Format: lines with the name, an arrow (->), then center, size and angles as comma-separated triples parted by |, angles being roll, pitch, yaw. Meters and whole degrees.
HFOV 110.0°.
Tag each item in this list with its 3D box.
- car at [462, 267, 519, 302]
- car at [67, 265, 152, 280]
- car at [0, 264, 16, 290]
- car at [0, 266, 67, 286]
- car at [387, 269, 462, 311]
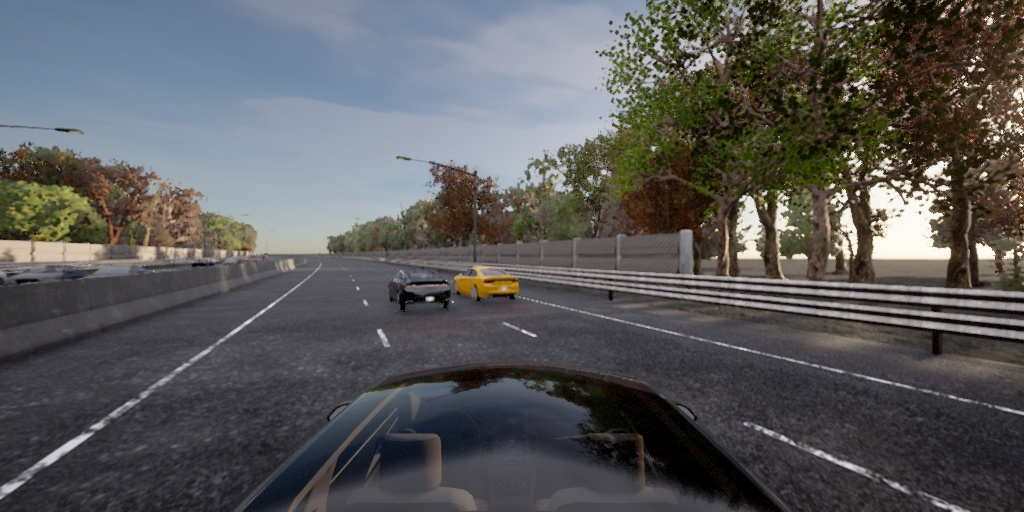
car -> -1.413, 1.261, 17.601 | 1.882, 1.535, 5.008 | 0, 0, -25
car -> -22.454, 1.229, 20.519 | 1.812, 1.442, 4.674 | 0, 0, -26
car -> -29.478, 1.203, 18.963 | 1.812, 1.442, 4.674 | 0, 0, -26
car -> -26.407, 1.252, 20.648 | 1.994, 1.385, 4.181 | 0, 0, -26
car -> -3.912, 1.267, 14.706 | 2.128, 1.511, 4.902 | 0, 0, -25
